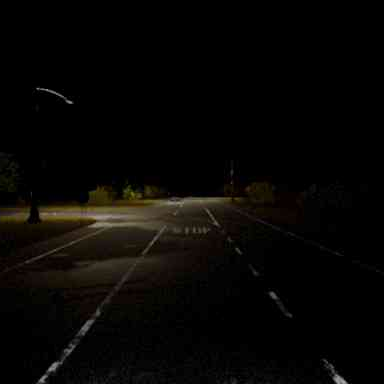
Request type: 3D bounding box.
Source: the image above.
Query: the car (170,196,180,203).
[{"bbox_3d":[-3.408,1.477,67.645,1.895,1.301,4.718,0,0,0],"label":"car"}]
